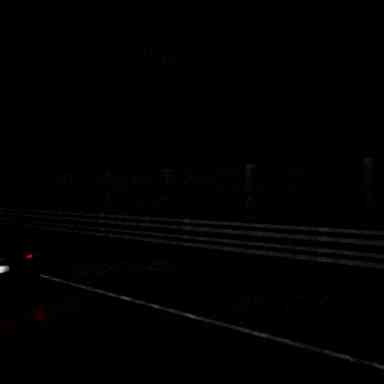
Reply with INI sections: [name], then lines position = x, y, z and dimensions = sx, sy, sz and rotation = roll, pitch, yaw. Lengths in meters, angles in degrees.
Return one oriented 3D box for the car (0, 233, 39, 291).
[car]
position = -5.559, 1.566, 8.026
dimensions = 4.181, 1.385, 1.994
rotation = 0, 0, 36
